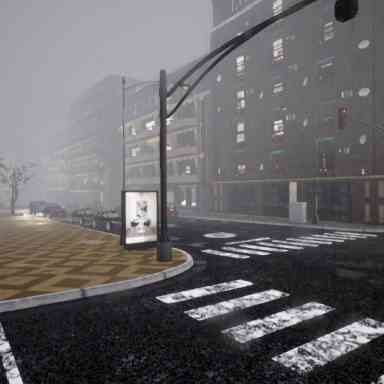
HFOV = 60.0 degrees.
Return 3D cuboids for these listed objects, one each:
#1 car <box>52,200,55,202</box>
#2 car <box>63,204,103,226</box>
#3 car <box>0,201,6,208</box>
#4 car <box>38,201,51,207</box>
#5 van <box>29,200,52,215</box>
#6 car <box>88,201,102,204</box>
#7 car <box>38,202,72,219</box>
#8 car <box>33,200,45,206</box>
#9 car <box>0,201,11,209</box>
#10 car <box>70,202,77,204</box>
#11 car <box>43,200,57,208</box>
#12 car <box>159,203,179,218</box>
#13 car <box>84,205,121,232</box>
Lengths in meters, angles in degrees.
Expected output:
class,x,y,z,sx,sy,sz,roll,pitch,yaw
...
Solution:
class,x,y,z,sx,sy,sz,roll,pitch,yaw
car,-25.375,2.469,60.589,1.994,1.385,4.181,-1,-1,-36
car,-8.840,1.968,27.617,2.008,1.369,4.403,-2,0,-36
car,-44.641,2.861,77.329,1.887,1.381,4.507,-2,0,-36
car,-34.586,2.734,77.728,1.947,1.339,4.313,-2,0,-36
van,-19.834,2.034,42.982,1.690,1.788,3.998,-2,0,-36
car,-15.001,2.118,50.657,1.967,1.590,4.097,-2,0,-36
car,-14.916,2.114,36.094,1.887,1.381,4.507,-2,0,-36
car,-37.851,2.796,82.241,1.887,1.381,4.507,-2,0,-36
car,-38.113,2.702,68.305,2.008,1.369,4.403,-2,0,-36
car,-21.530,2.423,59.679,1.802,1.307,4.206,-2,0,-36
car,-31.326,2.526,73.216,1.967,1.590,4.097,-2,0,-36
car,-3.154,1.823,34.492,1.967,1.590,4.097,-2,0,-36
car,-5.576,1.887,23.105,2.008,1.369,4.403,-2,0,-36
